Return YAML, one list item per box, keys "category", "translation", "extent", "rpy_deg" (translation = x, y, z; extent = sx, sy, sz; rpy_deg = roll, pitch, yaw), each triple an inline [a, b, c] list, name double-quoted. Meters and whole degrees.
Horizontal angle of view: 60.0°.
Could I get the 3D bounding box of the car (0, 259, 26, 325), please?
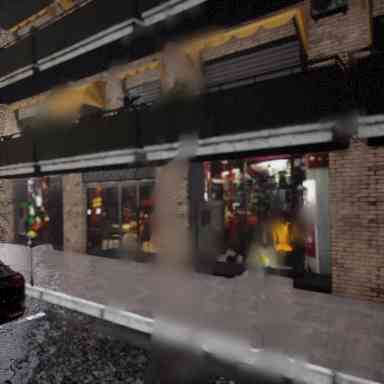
- category: "car"
  translation: [-4.765, 1.649, 6.125]
  extent: [4.313, 1.339, 1.947]
  rpy_deg: [-1, -1, 35]
